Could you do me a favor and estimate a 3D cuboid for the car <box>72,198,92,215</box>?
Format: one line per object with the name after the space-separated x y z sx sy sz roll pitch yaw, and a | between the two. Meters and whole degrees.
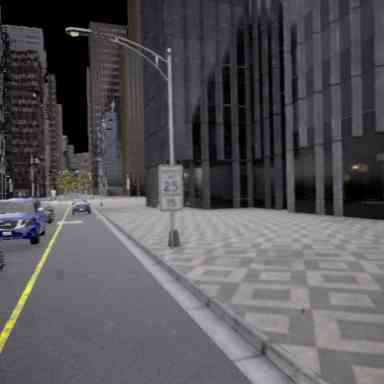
-12.015 1.625 36.144 1.812 1.442 4.674 -2 1 -19 | car

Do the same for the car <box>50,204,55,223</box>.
-11.883 1.648 26.147 2.128 1.511 4.902 -2 0 -19 | car

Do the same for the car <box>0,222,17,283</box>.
-5.123 1.644 6.553 2.033 1.411 5.357 -2 0 -19 | car

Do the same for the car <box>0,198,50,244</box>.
-8.485 1.349 16.268 2.150 2.045 5.566 -2 0 -19 | car

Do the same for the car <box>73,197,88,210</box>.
-15.846 1.607 47.107 1.882 1.535 5.008 -2 1 -19 | car
